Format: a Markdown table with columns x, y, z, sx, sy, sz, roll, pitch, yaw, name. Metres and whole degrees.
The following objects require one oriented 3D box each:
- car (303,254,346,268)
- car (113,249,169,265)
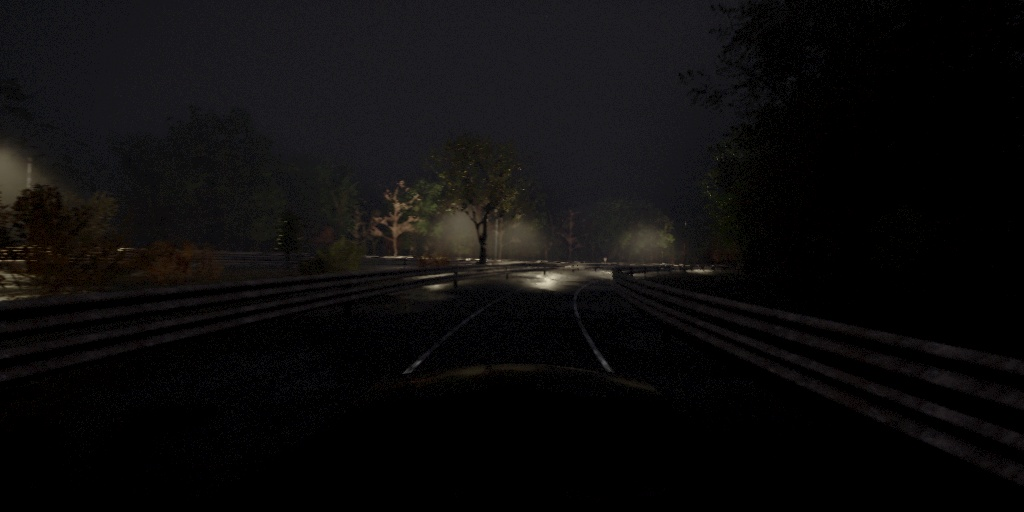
| x | y | z | sx | sy | sz | roll | pitch | yaw | name |
| --- | --- | --- | --- | --- | --- | --- | --- | --- | --- |
| -22.449 | 0.528 | 43.240 | 4.892 | 1.490 | 1.837 | 3 | 0 | -39 | car |
| -34.187 | 0.115 | 33.823 | 4.674 | 1.442 | 1.812 | 2 | 0 | -39 | car |
